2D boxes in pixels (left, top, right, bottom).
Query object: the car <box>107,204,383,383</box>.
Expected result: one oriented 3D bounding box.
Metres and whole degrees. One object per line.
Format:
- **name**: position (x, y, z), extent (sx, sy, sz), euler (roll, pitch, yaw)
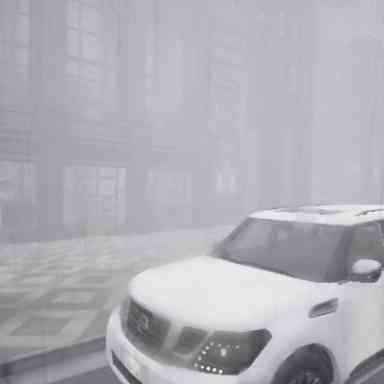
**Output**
- **car**: position (1.717, 1.226, 4.604), extent (5.566, 2.045, 2.150), euler (0, 0, -36)
